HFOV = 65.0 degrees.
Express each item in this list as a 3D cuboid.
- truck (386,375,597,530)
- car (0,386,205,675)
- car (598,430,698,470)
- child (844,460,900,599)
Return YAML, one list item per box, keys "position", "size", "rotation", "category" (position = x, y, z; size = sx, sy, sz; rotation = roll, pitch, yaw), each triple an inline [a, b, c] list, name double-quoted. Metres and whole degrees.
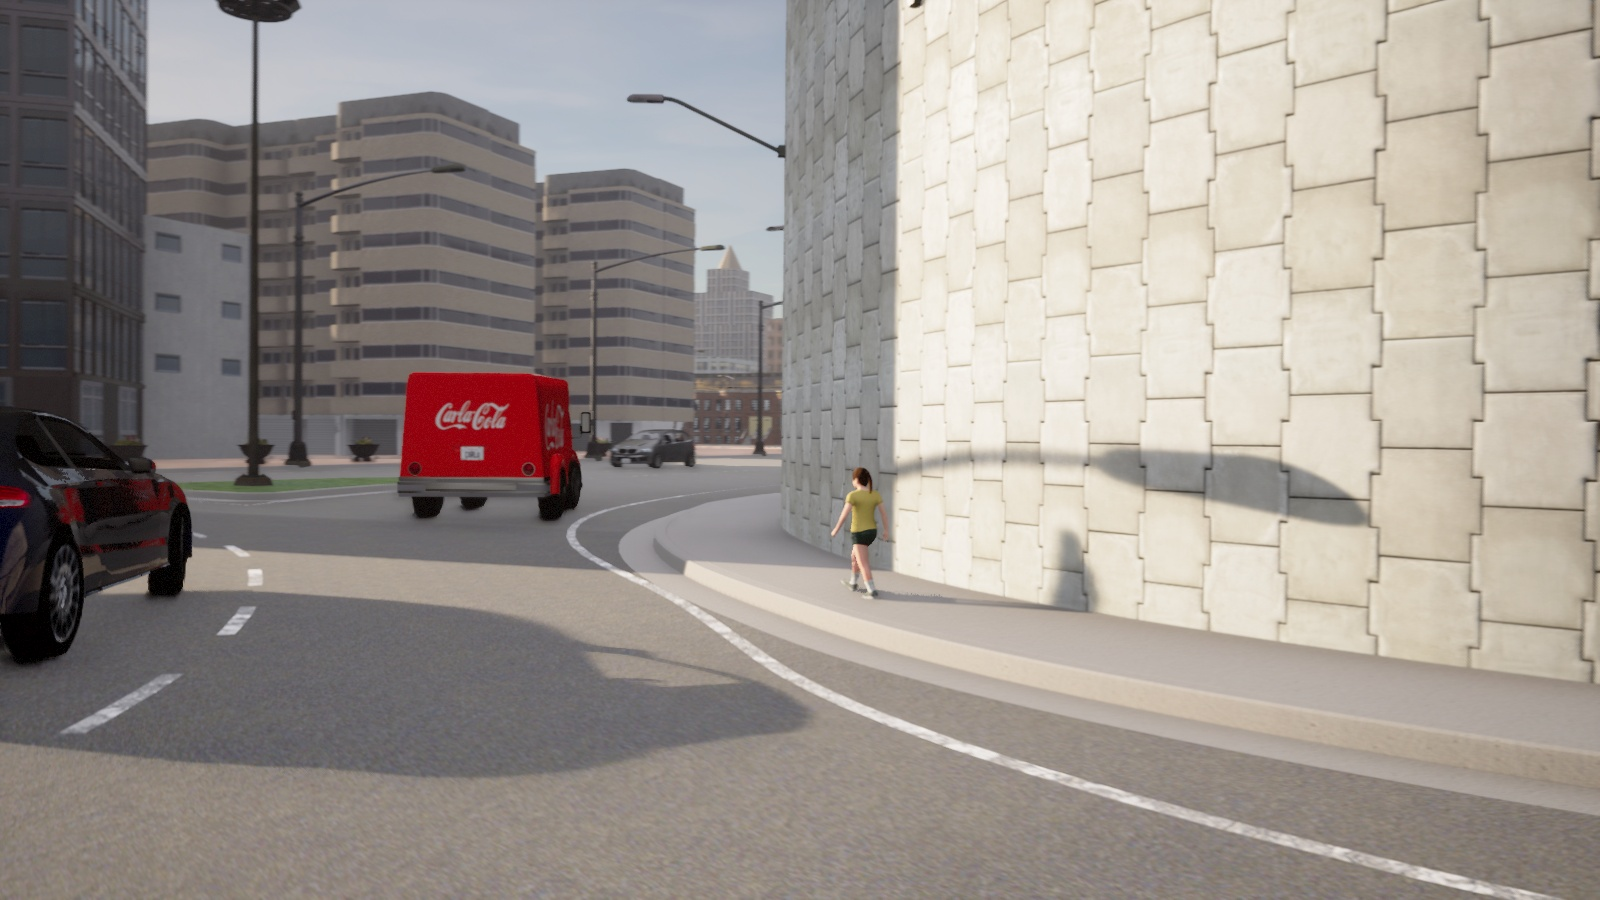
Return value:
- position: [-5.381, 0.012, 22.813]
  size: [2.627, 2.467, 5.204]
  rotation: [-1, 1, -1]
  category: "truck"
- position: [-6.136, 0.447, 9.368]
  size: [2.152, 1.651, 5.027]
  rotation: [-1, 1, -15]
  category: "car"
- position: [-6.505, -0.028, 54.224]
  size: [2.242, 1.667, 4.611]
  rotation: [0, 1, 24]
  category: "car"
- position: [0.590, 0.638, 10.302]
  size: [0.255, 1.110, 0.394]
  rotation: [-1, 1, -36]
  category: "child"
